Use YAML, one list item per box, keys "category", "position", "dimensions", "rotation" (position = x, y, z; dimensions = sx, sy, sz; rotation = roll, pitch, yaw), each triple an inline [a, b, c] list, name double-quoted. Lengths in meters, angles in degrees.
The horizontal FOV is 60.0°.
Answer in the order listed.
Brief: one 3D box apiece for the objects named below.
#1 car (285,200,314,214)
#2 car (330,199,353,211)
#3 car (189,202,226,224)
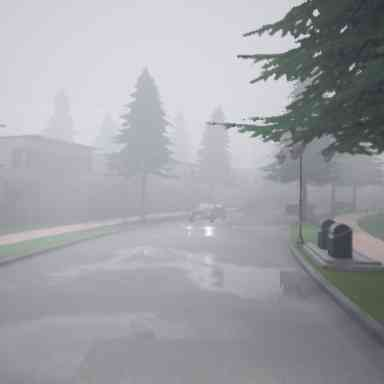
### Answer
- category: "car"
  position: [11.959, 1.657, 36.706]
  dimensions: [1.882, 1.535, 5.008]
  rotation: [0, 0, 37]
- category: "car"
  position: [21.063, 1.778, 46.367]
  dimensions: [4.892, 1.490, 1.837]
  rotation: [0, 0, -41]
- category: "car"
  position: [1.324, 1.516, 25.890]
  dimensions: [1.812, 1.442, 4.674]
  rotation: [0, 0, 23]
